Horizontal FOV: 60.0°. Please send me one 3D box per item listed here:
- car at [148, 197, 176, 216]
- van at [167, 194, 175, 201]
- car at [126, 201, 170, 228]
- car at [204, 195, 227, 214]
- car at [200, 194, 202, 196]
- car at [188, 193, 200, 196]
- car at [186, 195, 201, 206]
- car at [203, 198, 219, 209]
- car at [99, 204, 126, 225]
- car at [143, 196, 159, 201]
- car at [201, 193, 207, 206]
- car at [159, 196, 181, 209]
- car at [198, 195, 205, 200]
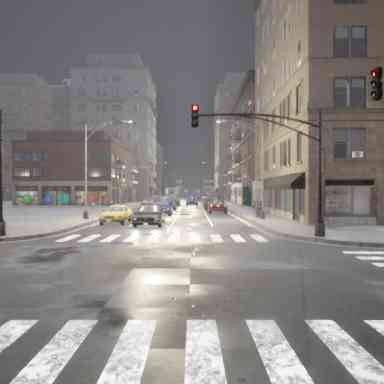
[{"bbox_3d":[-2.839,1.527,32.052,1.812,1.442,4.674,0,0,0],"label":"car"},{"bbox_3d":[-5.391,1.349,86.371,1.690,1.788,3.998,0,0,0],"label":"van"},{"bbox_3d":[-2.835,1.548,22.747,2.033,1.411,5.357,0,0,-1],"label":"car"},{"bbox_3d":[2.636,1.441,35.414,1.967,1.590,4.097,0,0,0],"label":"car"},{"bbox_3d":[2.635,1.555,69.386,2.008,1.369,4.403,0,0,0],"label":"car"},{"bbox_3d":[-0.003,1.225,64.208,2.150,2.045,5.566,0,0,0],"label":"car"},{"bbox_3d":[-0.002,1.604,53.906,1.895,1.301,4.718,0,0,0],"label":"car"},{"bbox_3d":[2.636,1.568,46.738,1.947,1.339,4.313,0,0,0],"label":"car"},{"bbox_3d":[-5.388,1.526,23.920,1.752,1.417,4.829,0,0,0],"label":"car"},{"bbox_3d":[-5.389,1.553,41.076,2.008,1.369,4.403,0,0,0],"label":"car"},{"bbox_3d":[2.636,1.317,41.076,2.192,1.841,5.009,0,0,0],"label":"car"},{"bbox_3d":[-2.789,1.549,41.788,2.033,1.411,5.357,0,0,1],"label":"car"},{"bbox_3d":[2.634,1.575,92.033,1.947,1.339,4.313,0,0,0],"label":"car"}]
